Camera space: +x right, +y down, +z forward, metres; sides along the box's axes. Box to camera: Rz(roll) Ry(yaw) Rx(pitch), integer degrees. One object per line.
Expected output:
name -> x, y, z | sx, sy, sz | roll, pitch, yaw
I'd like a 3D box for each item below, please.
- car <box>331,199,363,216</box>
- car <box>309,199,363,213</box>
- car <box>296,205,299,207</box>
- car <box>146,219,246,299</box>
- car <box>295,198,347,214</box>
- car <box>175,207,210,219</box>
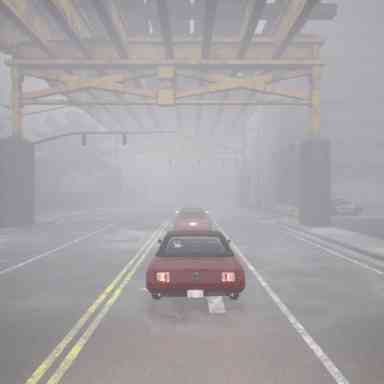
car -> 13.125, 1.404, 30.494 | 4.974, 1.542, 2.038 | 0, 0, -20
car -> 13.174, 1.246, 30.512 | 4.536, 1.218, 1.853 | 0, 0, -20
car -> 13.479, 1.239, 34.633 | 4.536, 1.218, 1.853 | 0, 0, 25
car -> 0.059, 1.594, 8.387 | 1.895, 1.301, 4.718 | 0, 0, 0
car -> 13.432, 1.396, 34.655 | 4.974, 1.542, 2.038 | 0, 0, 25
car -> 0.018, 1.536, 18.347 | 1.994, 1.385, 4.181 | 0, 0, -1
